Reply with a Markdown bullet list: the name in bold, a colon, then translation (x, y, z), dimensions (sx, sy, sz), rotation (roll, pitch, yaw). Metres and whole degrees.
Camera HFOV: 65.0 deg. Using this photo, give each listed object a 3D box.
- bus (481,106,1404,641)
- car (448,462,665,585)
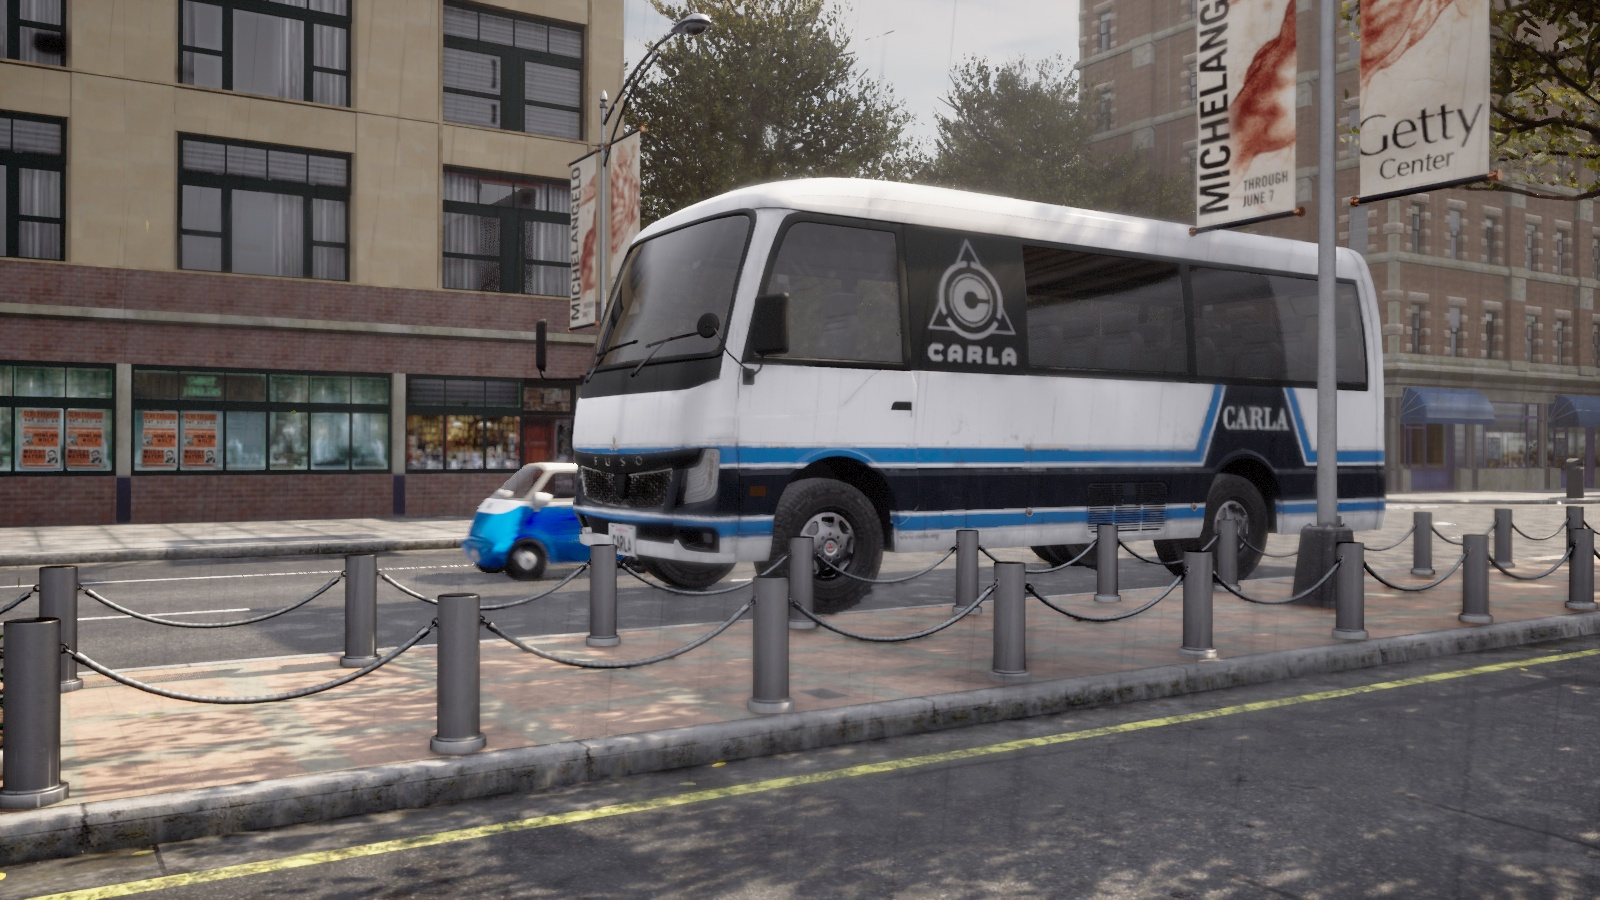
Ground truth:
- **bus**: translation (2.020, -0.601, 14.376), dimensions (10.273, 4.253, 3.944), rotation (0, 0, -32)
- **car**: translation (-2.983, 0.844, 15.362), dimensions (2.207, 1.376, 1.481), rotation (0, 0, -32)
